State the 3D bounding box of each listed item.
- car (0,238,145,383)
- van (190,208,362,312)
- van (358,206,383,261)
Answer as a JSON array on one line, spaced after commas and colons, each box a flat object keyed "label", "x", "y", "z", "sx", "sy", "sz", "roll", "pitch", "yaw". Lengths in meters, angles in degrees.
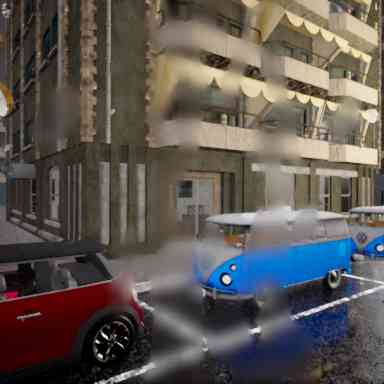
[{"label": "car", "x": -2.755, "y": 1.440, "z": 4.127, "sx": 4.097, "sy": 1.590, "sz": 1.967, "roll": 0, "pitch": 0, "yaw": -36}, {"label": "van", "x": 1.870, "y": 1.340, "z": 7.441, "sx": 3.998, "sy": 1.788, "sz": 1.690, "roll": 0, "pitch": 0, "yaw": -36}, {"label": "van", "x": 6.496, "y": 1.341, "z": 10.754, "sx": 3.998, "sy": 1.788, "sz": 1.690, "roll": 0, "pitch": 0, "yaw": -36}]
